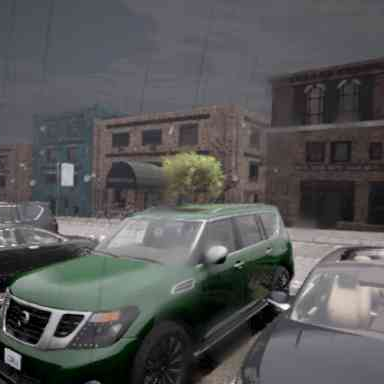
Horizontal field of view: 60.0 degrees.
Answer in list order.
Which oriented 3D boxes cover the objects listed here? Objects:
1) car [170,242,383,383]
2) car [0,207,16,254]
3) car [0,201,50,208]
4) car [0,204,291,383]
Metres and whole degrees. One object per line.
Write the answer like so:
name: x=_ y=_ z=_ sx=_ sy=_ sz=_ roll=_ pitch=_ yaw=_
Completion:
car: x=2.186 y=1.484 z=3.848 sx=2.231 sy=1.521 sz=4.892 roll=-1 pitch=0 yaw=36
car: x=-9.201 y=1.516 z=12.014 sx=2.185 sy=1.767 sz=4.553 roll=-1 pitch=-1 yaw=35
car: x=-6.958 y=1.354 z=10.339 sx=2.435 sy=2.045 sz=5.566 roll=-1 pitch=-1 yaw=36
car: x=-0.115 y=1.257 z=5.450 sx=2.435 sy=2.045 sz=5.566 roll=-1 pitch=0 yaw=36
